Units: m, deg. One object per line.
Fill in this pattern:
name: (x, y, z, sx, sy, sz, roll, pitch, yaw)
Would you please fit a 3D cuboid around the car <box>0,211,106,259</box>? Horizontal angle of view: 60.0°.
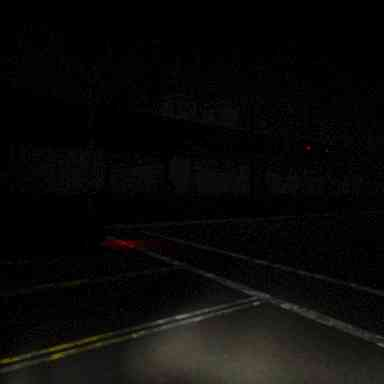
car: (-5.789, 1.523, 12.757, 4.892, 1.490, 1.837, 0, 0, -35)
